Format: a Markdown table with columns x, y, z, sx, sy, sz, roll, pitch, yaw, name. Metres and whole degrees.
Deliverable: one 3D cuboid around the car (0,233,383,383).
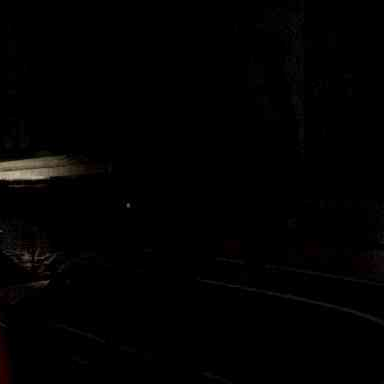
| x | y | z | sx | sy | sz | roll | pitch | yaw | name |
| --- | --- | --- | --- | --- | --- | --- | --- | --- | --- |
| -0.121 | 1.315 | 2.935 | 5.009 | 1.841 | 2.192 | 0 | 0 | 35 | car |
